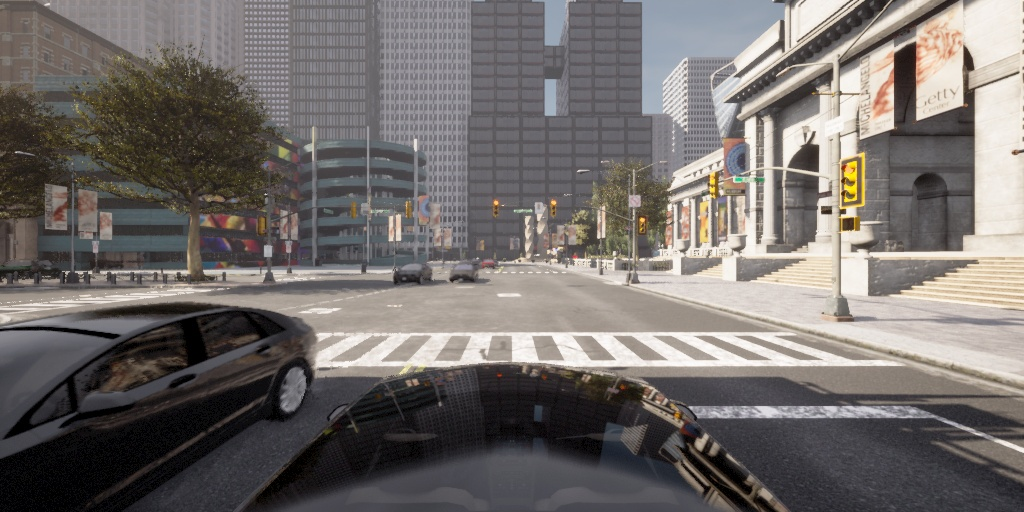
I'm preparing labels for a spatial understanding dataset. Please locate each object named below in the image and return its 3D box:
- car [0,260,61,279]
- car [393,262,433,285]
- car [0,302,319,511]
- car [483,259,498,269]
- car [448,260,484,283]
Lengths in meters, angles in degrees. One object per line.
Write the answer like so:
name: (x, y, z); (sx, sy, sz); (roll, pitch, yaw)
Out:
car: (-43.241, 1.102, 31.750); (4.553, 1.767, 2.097); (0, 0, 0)
car: (-7.088, 1.227, 26.102); (1.882, 1.535, 5.008); (0, 0, 0)
car: (-3.603, 1.255, 3.039); (1.837, 1.490, 4.892); (0, 0, 0)
car: (-3.578, 1.228, 55.923); (1.882, 1.535, 5.008); (0, 0, 0)
car: (-3.588, 1.297, 27.747); (2.033, 1.411, 5.357); (0, 0, 0)
